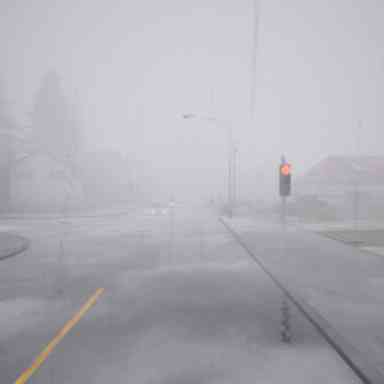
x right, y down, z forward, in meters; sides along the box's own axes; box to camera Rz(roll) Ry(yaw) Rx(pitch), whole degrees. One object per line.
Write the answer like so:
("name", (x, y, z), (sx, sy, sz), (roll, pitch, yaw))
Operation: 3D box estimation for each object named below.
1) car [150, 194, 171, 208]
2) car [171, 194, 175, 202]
("car", (-4.085, 1.218, 42.005), (1.812, 1.442, 4.674), (0, 0, 0))
("car", (-4.031, 1.058, 59.295), (2.128, 1.511, 4.902), (0, 0, 1))
